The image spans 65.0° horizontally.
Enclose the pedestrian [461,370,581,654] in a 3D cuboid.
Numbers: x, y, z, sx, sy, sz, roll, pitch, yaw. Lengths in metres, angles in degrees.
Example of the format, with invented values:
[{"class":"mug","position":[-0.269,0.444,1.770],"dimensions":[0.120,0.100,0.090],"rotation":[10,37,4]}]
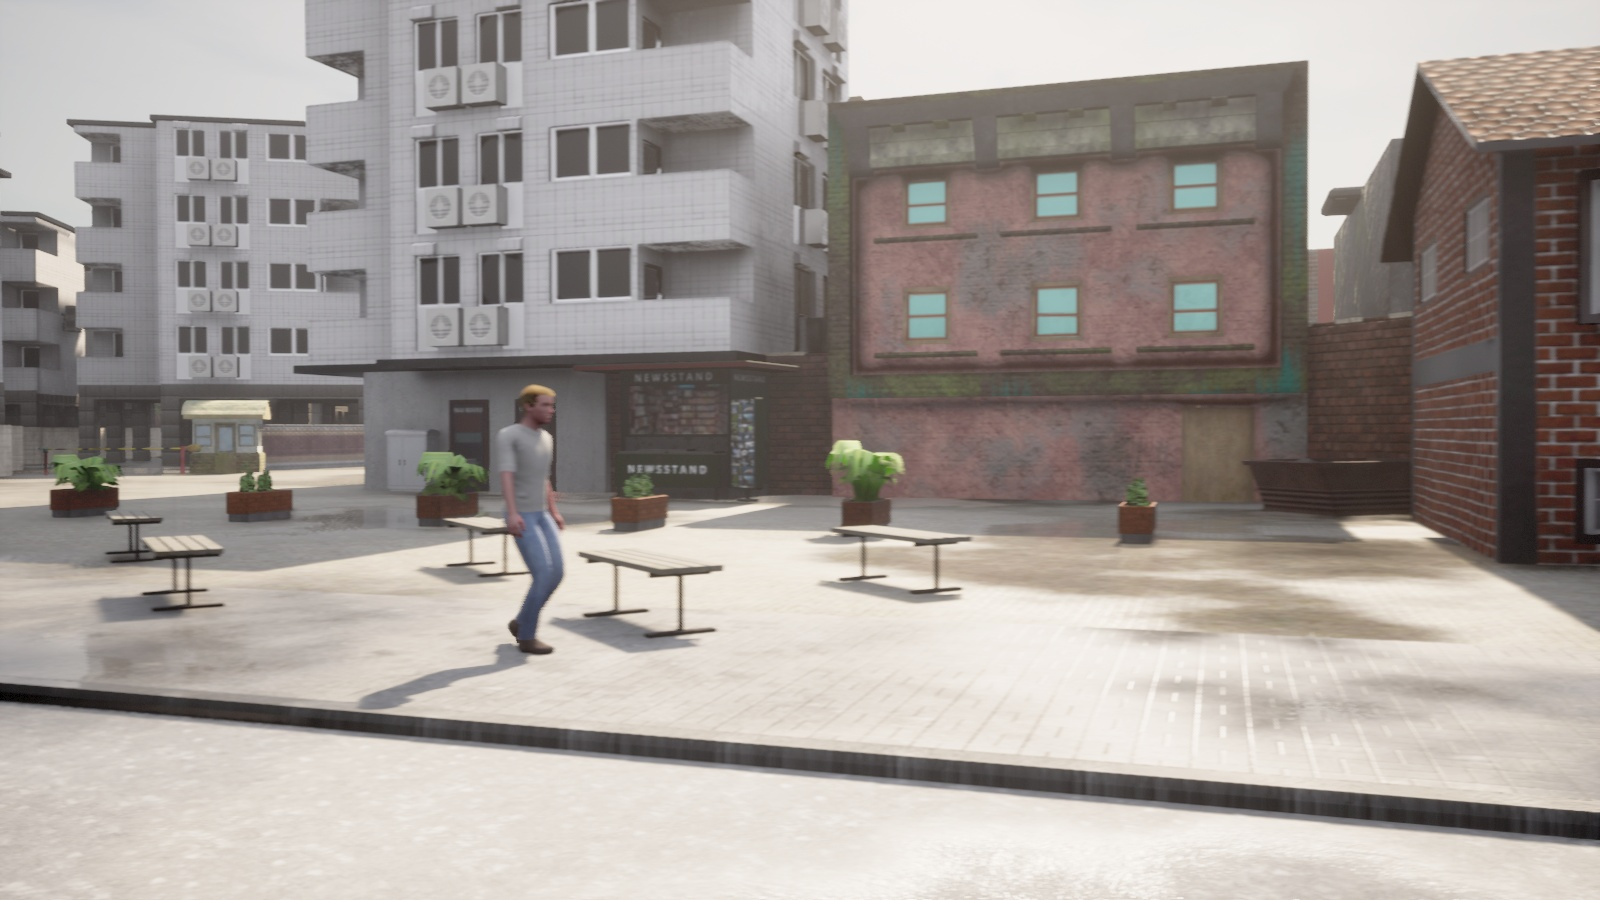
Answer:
[{"class":"pedestrian","position":[-1.861,0.395,8.378],"dimensions":[0.706,1.836,0.354],"rotation":[1,1,21]}]
